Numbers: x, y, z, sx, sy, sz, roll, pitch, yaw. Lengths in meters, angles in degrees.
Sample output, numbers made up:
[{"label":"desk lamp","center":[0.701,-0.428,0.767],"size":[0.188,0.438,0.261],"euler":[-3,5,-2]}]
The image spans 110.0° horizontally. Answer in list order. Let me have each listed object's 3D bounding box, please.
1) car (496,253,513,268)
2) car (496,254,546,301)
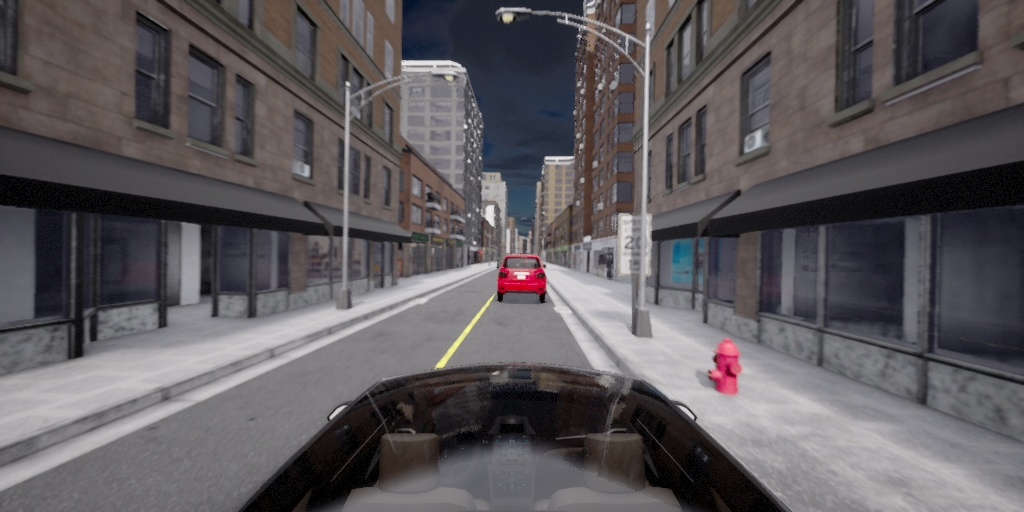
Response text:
[{"label":"car","center":[-1.036,0.678,52.632],"size":[2.150,2.045,5.566],"euler":[1,0,2]},{"label":"car","center":[0.485,0.960,17.408],"size":[2.150,2.045,5.566],"euler":[1,0,2]}]
